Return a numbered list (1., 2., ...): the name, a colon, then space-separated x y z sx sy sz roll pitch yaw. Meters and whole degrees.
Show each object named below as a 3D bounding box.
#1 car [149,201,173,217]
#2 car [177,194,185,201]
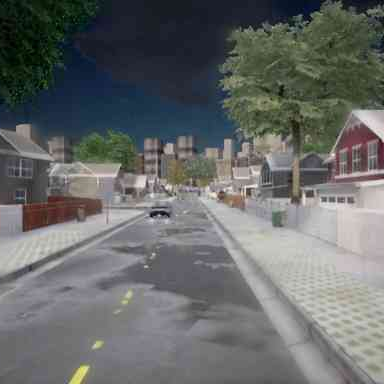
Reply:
1. car: -2.751 1.579 30.634 2.033 1.411 5.357 0 0 0
2. car: -2.751 1.364 82.478 2.128 1.511 4.902 0 0 0
